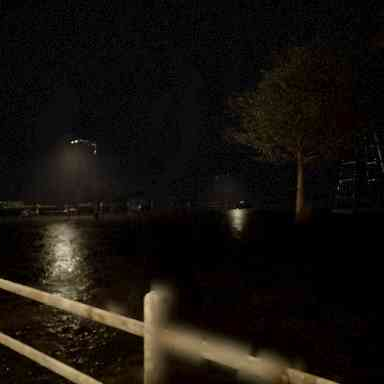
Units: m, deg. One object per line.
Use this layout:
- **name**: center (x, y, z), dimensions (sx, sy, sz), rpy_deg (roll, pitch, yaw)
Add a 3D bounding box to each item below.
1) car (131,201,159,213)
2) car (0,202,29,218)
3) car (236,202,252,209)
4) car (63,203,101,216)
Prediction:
- **car**: center (-6.914, 2.110, 49.181), dimensions (2.097, 1.767, 4.553), rpy_deg (-2, -2, 36)
- **car**: center (-18.613, 1.774, 32.865), dimensions (2.097, 1.767, 4.553), rpy_deg (-2, -2, 36)
- **car**: center (10.645, 2.667, 67.338), dimensions (1.994, 1.385, 4.181), rpy_deg (-2, -2, 36)
- **car**: center (-13.215, 2.066, 40.388), dimensions (2.128, 1.511, 4.902), rpy_deg (-2, -2, 36)
